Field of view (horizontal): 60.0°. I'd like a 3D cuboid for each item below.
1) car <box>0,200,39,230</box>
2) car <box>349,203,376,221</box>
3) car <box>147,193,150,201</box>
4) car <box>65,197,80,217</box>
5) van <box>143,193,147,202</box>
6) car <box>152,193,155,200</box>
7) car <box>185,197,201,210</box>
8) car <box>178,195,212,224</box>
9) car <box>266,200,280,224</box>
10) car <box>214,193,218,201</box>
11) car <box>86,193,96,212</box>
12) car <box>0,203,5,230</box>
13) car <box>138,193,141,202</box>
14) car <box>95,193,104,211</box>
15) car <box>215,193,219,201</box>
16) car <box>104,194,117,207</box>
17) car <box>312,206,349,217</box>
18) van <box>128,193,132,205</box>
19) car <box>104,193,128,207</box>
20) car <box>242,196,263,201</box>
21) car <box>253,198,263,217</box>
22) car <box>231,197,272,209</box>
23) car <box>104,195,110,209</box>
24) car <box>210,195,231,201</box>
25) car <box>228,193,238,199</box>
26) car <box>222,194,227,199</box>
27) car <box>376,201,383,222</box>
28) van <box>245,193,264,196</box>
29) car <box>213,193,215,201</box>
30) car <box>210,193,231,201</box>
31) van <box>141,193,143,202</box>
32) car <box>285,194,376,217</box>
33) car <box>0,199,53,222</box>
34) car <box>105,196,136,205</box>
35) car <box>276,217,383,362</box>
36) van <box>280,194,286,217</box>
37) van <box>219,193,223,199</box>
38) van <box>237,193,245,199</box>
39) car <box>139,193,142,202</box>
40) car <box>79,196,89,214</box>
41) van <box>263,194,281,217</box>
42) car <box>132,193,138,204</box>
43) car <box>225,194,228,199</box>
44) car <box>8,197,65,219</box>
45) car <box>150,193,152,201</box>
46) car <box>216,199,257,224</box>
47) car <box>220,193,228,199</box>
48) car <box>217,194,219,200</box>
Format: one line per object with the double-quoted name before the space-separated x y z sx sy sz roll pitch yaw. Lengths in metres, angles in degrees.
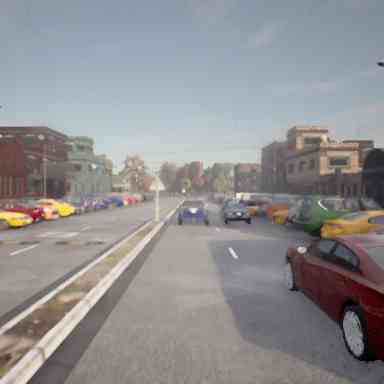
"car" -12.396 1.414 19.789 5.366 1.575 1.946 0 0 0
"car" 7.671 1.343 10.124 4.553 1.767 2.185 0 0 0
"car" -12.566 1.227 72.592 5.566 2.045 2.435 0 0 0
"car" -12.570 1.402 28.129 5.008 1.535 2.097 0 0 0
"van" -12.423 1.238 69.811 4.442 1.987 1.878 0 0 0
"car" -12.502 1.273 80.804 5.566 2.045 2.435 0 0 0
"car" 0.101 1.414 41.755 1.882 1.535 5.008 0 0 0
"car" 0.100 1.309 24.276 2.097 1.767 4.553 0 0 0
"car" 7.646 1.444 21.280 5.008 1.535 2.097 0 0 0
"car" 7.636 1.468 68.151 4.892 1.521 2.231 0 0 0
"car" -12.539 1.270 33.684 4.553 1.767 2.185 0 0 0
"car" -12.586 1.462 17.010 4.674 1.452 2.002 0 0 0
"car" -12.517 1.461 61.474 4.792 1.488 2.163 0 0 0
"car" -12.536 1.269 36.464 4.553 1.767 2.185 0 0 0
"car" 7.636 1.458 65.394 4.892 1.521 2.231 0 0 0
"car" -12.557 1.396 42.022 4.892 1.521 2.231 0 0 0
"car" 7.635 1.463 12.881 5.008 1.535 2.097 0 0 0
"van" -12.437 1.183 53.138 4.442 1.987 1.878 0 0 0
"car" -12.530 1.148 47.581 5.566 2.045 2.435 0 0 0
"car" 7.456 1.425 29.552 5.366 1.575 1.946 0 0 0
"car" 7.638 1.473 26.794 4.674 1.452 2.002 0 0 0
"car" 7.647 1.417 43.337 5.008 1.535 2.097 0 0 0
"car" -12.562 1.434 39.244 4.674 1.452 2.002 0 0 0
"car" 7.458 1.562 87.451 5.366 1.575 1.946 0 0 0
"car" 7.670 1.166 40.581 5.566 2.045 2.435 0 0 0
"car" 7.635 1.425 51.610 4.892 1.521 2.231 0 0 0
"car" 7.668 1.222 7.489 5.566 2.045 2.435 0 0 0
"van" 7.758 1.197 32.310 4.442 1.987 1.878 0 0 0
"car" 7.636 1.479 70.908 4.892 1.521 2.231 0 0 0
"car" 7.672 1.331 90.210 5.566 2.045 2.435 0 0 0
"van" -12.659 1.227 67.034 4.442 1.987 1.878 0 0 0
"car" 7.669 1.206 15.764 5.566 2.045 2.435 0 0 0
"car" -12.574 1.411 22.569 5.008 1.535 2.097 0 0 0
"car" -12.543 1.424 58.696 4.892 1.521 2.231 0 0 0
"car" 3.109 1.472 5.901 1.882 1.535 5.008 0 0 0
"van" 7.524 1.225 18.522 4.442 1.987 1.878 0 0 0
"van" 7.525 1.215 59.757 4.442 1.987 1.878 0 0 0
"van" 7.758 1.193 37.823 4.442 1.987 1.878 0 0 0
"car" -12.542 1.481 64.128 4.674 1.452 2.002 0 0 0
"car" -12.578 1.400 30.906 4.892 1.521 2.231 0 0 0
"van" 7.757 1.212 24.037 4.442 1.987 1.878 0 0 0
"car" -12.523 1.164 55.916 5.566 2.045 2.435 0 0 0
"car" 7.671 1.450 48.851 4.792 1.488 2.163 0 0 0
"car" -12.608 1.281 25.348 4.553 1.767 2.185 0 0 0
"car" -12.530 1.548 78.084 4.674 1.452 2.002 0 0 0
"car" 3.106 1.505 24.402 2.033 1.411 5.357 0 0 0
"car" 7.827 1.425 54.365 5.366 1.575 1.946 0 0 0
"car" 7.636 1.449 62.638 4.892 1.521 2.231 0 0 0
